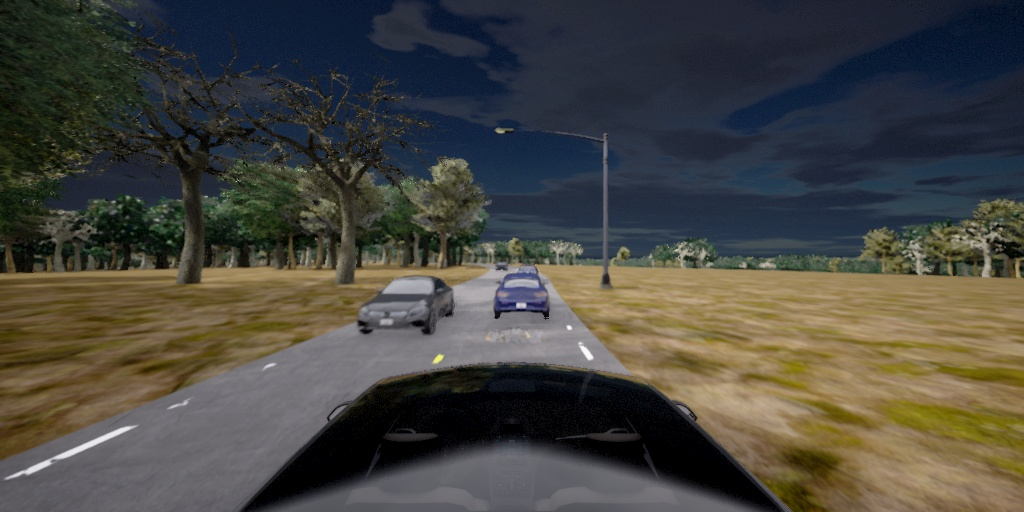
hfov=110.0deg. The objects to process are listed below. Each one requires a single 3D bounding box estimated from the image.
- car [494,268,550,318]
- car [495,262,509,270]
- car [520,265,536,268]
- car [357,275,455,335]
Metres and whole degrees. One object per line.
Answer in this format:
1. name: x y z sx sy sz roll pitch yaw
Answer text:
1. car: 0.367 1.339 13.143 1.812 1.442 4.674 0 0 2
2. car: -1.486 1.577 52.519 2.033 1.411 5.357 0 0 -1
3. car: 1.370 1.461 31.266 2.033 1.411 5.357 0 0 3
4. car: -2.907 1.324 10.823 1.812 1.442 4.674 0 0 2
